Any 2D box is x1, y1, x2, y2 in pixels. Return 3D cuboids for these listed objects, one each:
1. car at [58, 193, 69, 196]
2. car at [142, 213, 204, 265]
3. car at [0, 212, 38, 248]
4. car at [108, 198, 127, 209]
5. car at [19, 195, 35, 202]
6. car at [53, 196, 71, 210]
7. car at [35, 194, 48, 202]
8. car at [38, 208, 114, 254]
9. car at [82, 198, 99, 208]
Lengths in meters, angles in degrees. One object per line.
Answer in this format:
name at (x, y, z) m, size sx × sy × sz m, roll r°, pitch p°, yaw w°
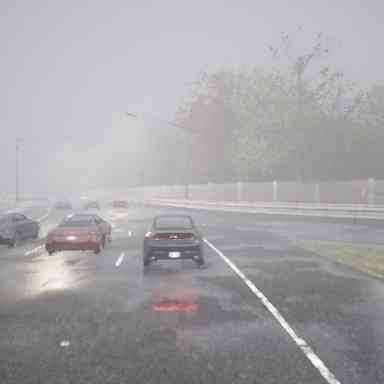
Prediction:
car at (-30.384, 1.154, 78.218) m, size 2.150 × 2.045 × 5.566 m, roll 0°, pitch 0°, yaw -31°
car at (-0.705, 1.508, 11.718) m, size 1.837 × 1.490 × 4.892 m, roll 0°, pitch 0°, yaw -5°
car at (-8.279, 1.595, 14.816) m, size 1.994 × 1.385 × 4.181 m, roll 0°, pitch 0°, yaw -8°
car at (-10.379, 1.517, 46.268) m, size 1.882 × 1.535 × 5.008 m, roll 0°, pitch 0°, yaw -25°
car at (-37.306, 1.480, 73.543) m, size 4.902 × 1.511 × 2.128 m, roll 0°, pitch 0°, yaw 43°
car at (-17.683, 1.630, 45.280) m, size 1.994 × 1.385 × 4.181 m, roll 0°, pitch 0°, yaw -26°
car at (-34.767, 1.301, 75.953) m, size 4.553 × 1.767 × 2.097 m, roll 0°, pitch 0°, yaw 43°
car at (-4.474, 1.581, 13.648) m, size 1.994 × 1.385 × 4.181 m, roll 0°, pitch 0°, yaw -7°
car at (-13.908, 1.578, 45.495) m, size 1.812 × 1.442 × 4.674 m, roll 0°, pitch 0°, yaw -26°
